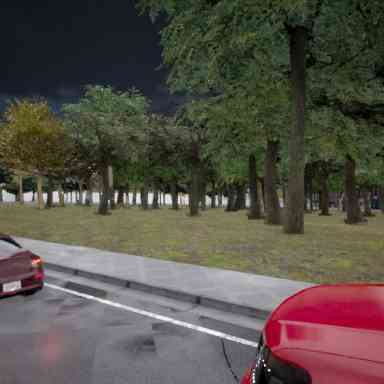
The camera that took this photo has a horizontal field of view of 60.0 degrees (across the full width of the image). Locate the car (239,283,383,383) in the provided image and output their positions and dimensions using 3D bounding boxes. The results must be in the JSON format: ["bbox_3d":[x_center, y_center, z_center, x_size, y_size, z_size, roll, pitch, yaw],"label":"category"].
[{"bbox_3d":[2.958,1.222,1.575,5.566,2.045,2.150,0,0,35],"label":"car"}]

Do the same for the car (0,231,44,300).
[{"bbox_3d":[-5.085,1.524,7.300,4.674,1.442,1.812,0,0,36],"label":"car"}]
